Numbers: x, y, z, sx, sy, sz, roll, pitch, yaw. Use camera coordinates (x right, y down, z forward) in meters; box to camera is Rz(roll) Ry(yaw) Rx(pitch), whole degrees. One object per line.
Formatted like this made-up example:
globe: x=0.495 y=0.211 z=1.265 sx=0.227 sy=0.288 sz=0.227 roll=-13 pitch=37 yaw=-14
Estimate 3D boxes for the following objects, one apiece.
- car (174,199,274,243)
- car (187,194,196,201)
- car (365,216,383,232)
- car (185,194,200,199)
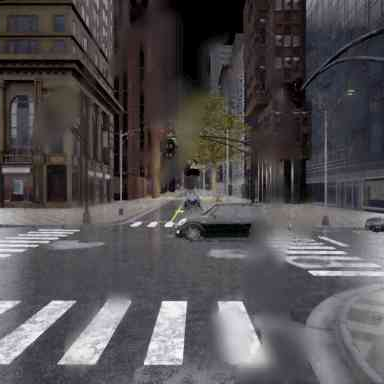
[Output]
car: x=1.452 y=1.348 z=15.729 sx=4.553 sy=1.767 sz=2.097 roll=0 pitch=0 yaw=0
car: x=-0.056 y=1.109 z=70.734 sx=1.812 sy=1.442 sz=4.674 roll=0 pitch=1 yaw=0
car: x=11.907 y=1.631 z=18.350 sx=4.403 sy=1.369 sz=2.008 roll=0 pitch=0 yaw=0
car: x=0.038 y=1.150 z=48.580 sx=2.097 sy=1.767 sz=4.553 roll=0 pitch=0 yaw=0
